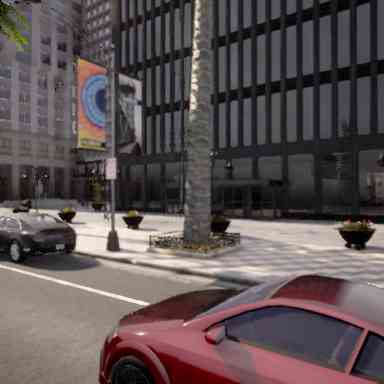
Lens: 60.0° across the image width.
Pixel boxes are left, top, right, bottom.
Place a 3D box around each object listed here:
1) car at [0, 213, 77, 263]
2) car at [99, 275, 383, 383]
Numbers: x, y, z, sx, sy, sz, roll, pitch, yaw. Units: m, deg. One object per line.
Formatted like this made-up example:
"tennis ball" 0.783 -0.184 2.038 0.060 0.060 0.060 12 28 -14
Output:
"car" -6.197 1.501 12.079 4.892 1.521 2.231 0 0 36
"car" 1.030 1.566 3.228 4.181 1.385 1.994 0 0 36
